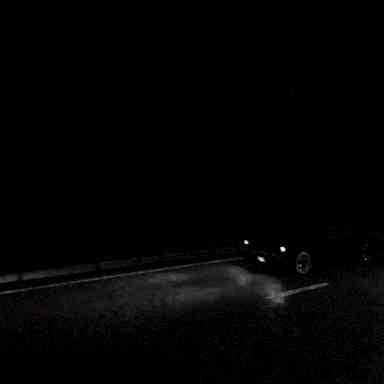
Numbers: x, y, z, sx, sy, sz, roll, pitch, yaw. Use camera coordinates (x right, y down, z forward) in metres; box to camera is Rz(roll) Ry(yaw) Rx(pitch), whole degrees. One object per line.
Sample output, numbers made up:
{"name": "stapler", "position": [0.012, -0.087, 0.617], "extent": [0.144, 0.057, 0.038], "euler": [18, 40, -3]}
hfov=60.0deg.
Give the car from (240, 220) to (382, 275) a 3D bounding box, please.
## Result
{"name": "car", "position": [3.842, 1.582, 10.521], "extent": [4.718, 1.301, 1.895], "euler": [0, 0, -31]}
